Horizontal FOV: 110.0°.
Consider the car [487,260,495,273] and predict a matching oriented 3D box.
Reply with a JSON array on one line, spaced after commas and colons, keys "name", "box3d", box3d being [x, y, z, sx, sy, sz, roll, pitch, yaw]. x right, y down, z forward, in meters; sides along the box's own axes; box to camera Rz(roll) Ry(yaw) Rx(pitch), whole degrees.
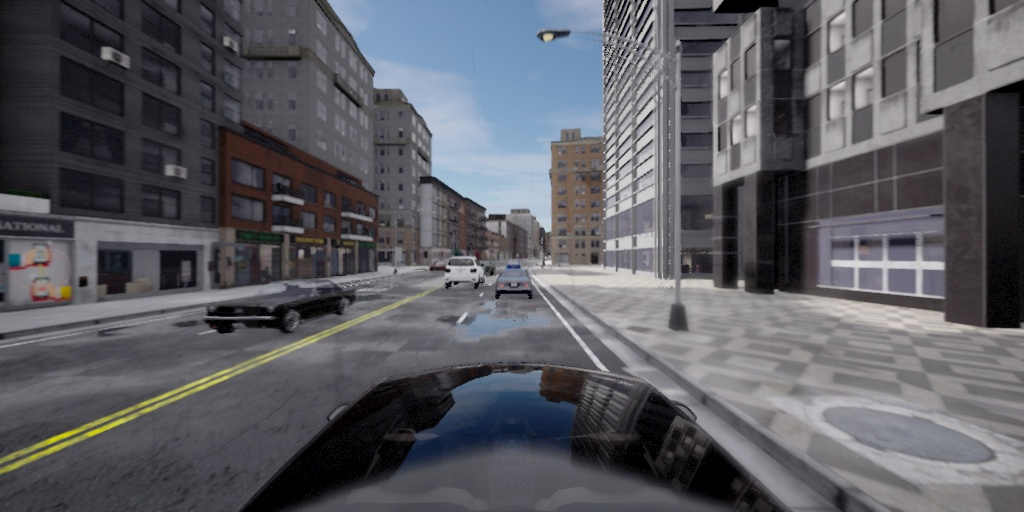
[{"name": "car", "box3d": [-3.065, 1.257, 41.804, 2.097, 1.767, 4.553, 0, 0, 1]}]

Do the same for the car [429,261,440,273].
[{"name": "car", "box3d": [-9.594, 1.387, 47.720, 1.882, 1.535, 5.008, 0, 0, 2]}]

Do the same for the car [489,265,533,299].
[{"name": "car", "box3d": [0.095, 1.376, 18.813, 2.033, 1.411, 5.357, 0, 0, 0]}]

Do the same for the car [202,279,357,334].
[{"name": "car", "box3d": [-6.601, 1.394, 10.885, 1.895, 1.301, 4.718, 0, 0, 0]}]

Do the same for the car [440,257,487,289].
[{"name": "car", "box3d": [-3.155, 1.076, 24.560, 2.150, 2.045, 5.566, 0, 0, 0]}]

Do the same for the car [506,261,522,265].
[{"name": "car", "box3d": [0.250, 1.386, 45.474, 1.882, 1.535, 5.008, 0, 0, 1]}]
